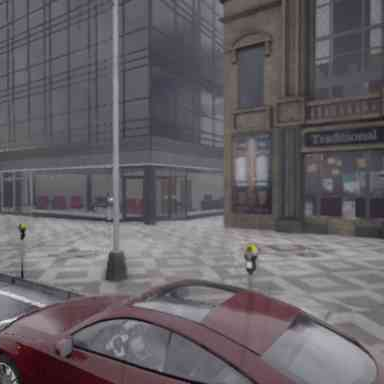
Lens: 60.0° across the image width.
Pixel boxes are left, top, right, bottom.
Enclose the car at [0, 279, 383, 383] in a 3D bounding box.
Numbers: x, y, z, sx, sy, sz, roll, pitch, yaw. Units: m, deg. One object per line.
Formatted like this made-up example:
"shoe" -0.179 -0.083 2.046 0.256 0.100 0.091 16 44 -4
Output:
"car" -0.184 1.530 3.107 4.206 1.307 1.802 0 1 33
